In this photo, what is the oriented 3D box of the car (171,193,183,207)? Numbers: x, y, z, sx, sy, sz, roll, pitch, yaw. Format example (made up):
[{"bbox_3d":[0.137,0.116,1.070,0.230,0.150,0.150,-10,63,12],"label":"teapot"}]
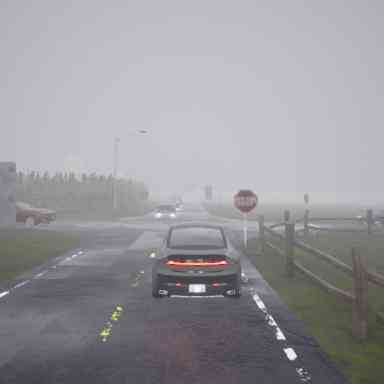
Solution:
[{"bbox_3d":[-2.888,1.359,49.020,2.097,1.767,4.553,0,0,0],"label":"car"}]

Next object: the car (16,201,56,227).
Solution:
[{"bbox_3d":[-11.127,1.292,20.913,5.008,1.535,1.882,1,-1,5],"label":"car"}]

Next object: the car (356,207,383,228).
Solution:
[{"bbox_3d":[14.614,1.795,24.328,4.902,1.511,2.128,1,-1,0],"label":"car"}]

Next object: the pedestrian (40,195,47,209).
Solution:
[{"bbox_3d":[-12.195,1.140,27.240,0.375,1.860,0.375,0,-2,0],"label":"pedestrian"}]

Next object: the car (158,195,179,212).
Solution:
[{"bbox_3d":[-2.885,1.483,38.734,1.882,1.535,5.008,0,0,0],"label":"car"}]

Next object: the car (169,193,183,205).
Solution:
[{"bbox_3d":[-2.885,1.230,59.684,2.150,2.045,5.566,0,0,1],"label":"car"}]

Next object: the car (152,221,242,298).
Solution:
[{"bbox_3d":[0.094,1.506,8.468,1.837,1.490,4.892,0,0,0],"label":"car"}]
